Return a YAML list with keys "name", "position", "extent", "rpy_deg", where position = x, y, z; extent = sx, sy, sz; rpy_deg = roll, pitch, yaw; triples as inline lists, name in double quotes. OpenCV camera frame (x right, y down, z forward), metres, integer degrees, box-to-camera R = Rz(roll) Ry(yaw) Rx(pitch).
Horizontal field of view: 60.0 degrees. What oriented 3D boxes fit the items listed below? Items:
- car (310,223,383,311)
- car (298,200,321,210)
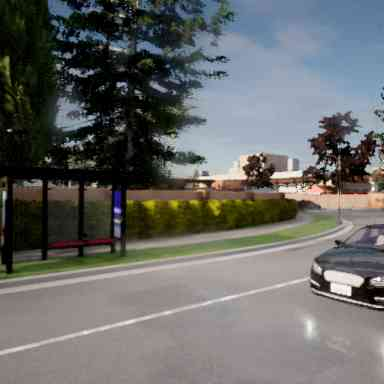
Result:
- name: "car"
  position: [4.614, 1.507, 7.589]
  extent: [4.902, 1.511, 2.128]
  rpy_deg: [0, 0, -39]
- name: "car"
  position: [17.329, 1.941, 50.058]
  extent: [1.812, 1.442, 4.674]
  rpy_deg: [1, -1, -20]
